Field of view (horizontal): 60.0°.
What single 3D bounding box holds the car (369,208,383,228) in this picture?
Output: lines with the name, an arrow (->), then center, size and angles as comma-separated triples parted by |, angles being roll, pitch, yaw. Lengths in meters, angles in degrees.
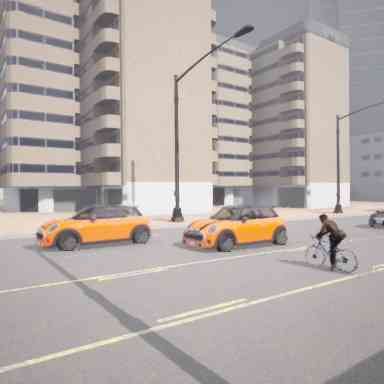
car -> 13.634, 1.629, 22.044 | 4.902, 1.511, 2.128 | 1, 0, -35

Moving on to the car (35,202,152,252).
car -> -4.035, 1.351, 13.976 | 4.553, 1.767, 2.097 | 0, 0, -35

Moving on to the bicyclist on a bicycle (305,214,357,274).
bicyclist on a bicycle -> 3.946, 1.464, 9.574 | 0.582, 1.620, 1.656 | 0, -2, -35

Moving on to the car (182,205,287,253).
car -> 1.830, 1.366, 13.807 | 4.553, 1.767, 2.097 | 0, 0, -35
